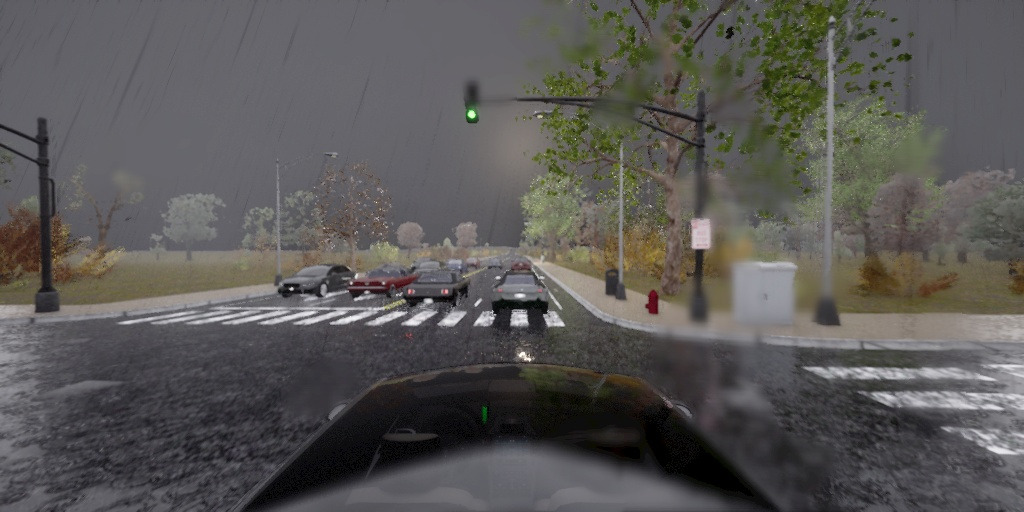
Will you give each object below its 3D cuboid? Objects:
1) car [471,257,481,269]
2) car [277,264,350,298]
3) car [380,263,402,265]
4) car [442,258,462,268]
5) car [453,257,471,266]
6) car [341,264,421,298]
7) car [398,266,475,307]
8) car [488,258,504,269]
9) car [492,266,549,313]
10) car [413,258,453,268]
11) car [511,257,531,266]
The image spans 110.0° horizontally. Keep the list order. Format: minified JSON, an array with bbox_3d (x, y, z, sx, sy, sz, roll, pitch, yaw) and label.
[{"bbox_3d":[-5.396,0.931,48.804,1.882,1.535,5.008,0,0,2],"label":"car"},{"bbox_3d":[-9.515,1.170,18.023,1.837,1.490,4.892,0,0,2],"label":"car"},{"bbox_3d":[-9.263,1.205,27.256,1.895,1.301,4.718,0,0,2],"label":"car"},{"bbox_3d":[-8.551,0.999,51.600,1.994,1.385,4.181,0,0,2],"label":"car"},{"bbox_3d":[-5.732,1.062,37.076,1.812,1.442,4.674,0,0,2],"label":"car"},{"bbox_3d":[-6.269,1.265,17.864,1.895,1.301,4.718,0,0,2],"label":"car"},{"bbox_3d":[-2.914,1.285,14.979,1.895,1.301,4.718,0,0,1],"label":"car"},{"bbox_3d":[-2.136,1.008,47.527,2.033,1.411,5.357,0,0,2],"label":"car"},{"bbox_3d":[0.308,1.253,13.724,1.994,1.385,4.181,0,0,1],"label":"car"},{"bbox_3d":[-6.018,1.108,27.092,1.837,1.490,4.892,0,0,2],"label":"car"},{"bbox_3d":[0.981,0.872,38.942,2.097,1.767,4.553,0,0,2],"label":"car"}]
